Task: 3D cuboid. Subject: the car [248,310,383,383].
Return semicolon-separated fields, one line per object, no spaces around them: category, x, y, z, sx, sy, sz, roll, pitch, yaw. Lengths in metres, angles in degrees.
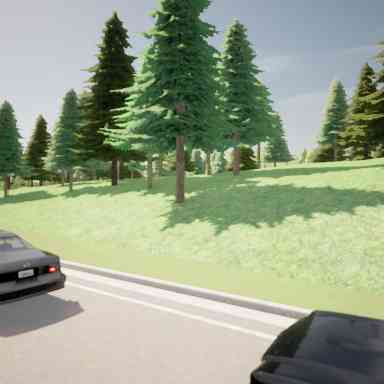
car;2.707;1.599;2.060;4.718;1.301;1.895;0;0;36

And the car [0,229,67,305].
car;-5.110;1.560;7.621;5.357;1.411;2.033;0;0;36
